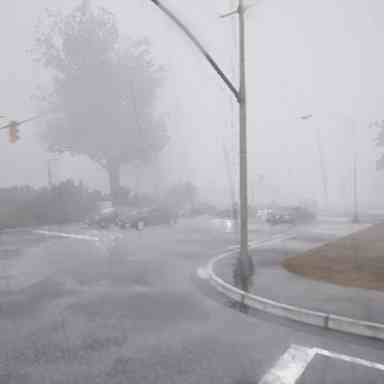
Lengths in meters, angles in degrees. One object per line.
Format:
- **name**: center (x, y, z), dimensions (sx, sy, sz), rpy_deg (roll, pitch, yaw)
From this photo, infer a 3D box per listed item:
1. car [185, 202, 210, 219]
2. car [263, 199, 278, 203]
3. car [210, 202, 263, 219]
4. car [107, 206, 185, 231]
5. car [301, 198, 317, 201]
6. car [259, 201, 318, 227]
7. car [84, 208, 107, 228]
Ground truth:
- **car**: center (0.440, 1.720, 32.286), dimensions (2.128, 1.511, 4.902), rpy_deg (-1, 0, 38)
- **car**: center (10.562, 1.681, 45.356), dimensions (1.812, 1.442, 4.674), rpy_deg (-1, 0, 37)
- **car**: center (4.290, 1.726, 31.495), dimensions (2.033, 1.411, 5.357), rpy_deg (-1, 0, 38)
- **car**: center (-2.960, 1.704, 22.410), dimensions (1.837, 1.490, 4.892), rpy_deg (-1, -1, 39)
- **car**: center (16.667, 1.580, 47.705), dimensions (1.837, 1.490, 4.892), rpy_deg (-1, -1, 36)
- **car**: center (7.134, 1.645, 23.650), dimensions (2.033, 1.411, 5.357), rpy_deg (-1, 0, 39)
- **car**: center (-5.687, 1.771, 24.601), dimensions (1.812, 1.442, 4.674), rpy_deg (-1, -1, 40)
